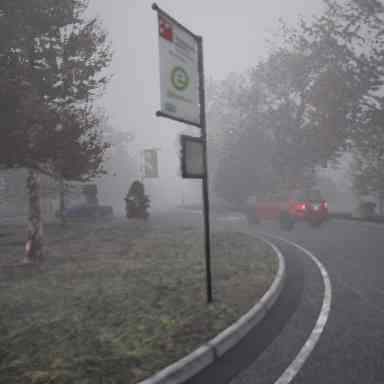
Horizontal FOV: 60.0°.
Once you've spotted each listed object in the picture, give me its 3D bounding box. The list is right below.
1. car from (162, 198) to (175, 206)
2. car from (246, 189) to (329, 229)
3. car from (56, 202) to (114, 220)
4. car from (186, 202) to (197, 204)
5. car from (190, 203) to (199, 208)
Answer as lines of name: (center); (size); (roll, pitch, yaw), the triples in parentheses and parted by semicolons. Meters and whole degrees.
car: (-5.191, 2.461, 73.869); (2.150, 2.045, 5.566); (-2, -4, 7)
car: (5.257, 0.884, 19.082); (2.150, 2.045, 5.566); (-3, 1, -21)
car: (-9.291, 1.586, 28.878); (5.008, 1.535, 1.882); (-2, 1, 6)
car: (-0.573, 3.195, 82.034); (2.128, 1.511, 4.902); (-2, -4, 7)
car: (0.768, 3.786, 91.993); (1.895, 1.301, 4.718); (-2, -4, 9)
